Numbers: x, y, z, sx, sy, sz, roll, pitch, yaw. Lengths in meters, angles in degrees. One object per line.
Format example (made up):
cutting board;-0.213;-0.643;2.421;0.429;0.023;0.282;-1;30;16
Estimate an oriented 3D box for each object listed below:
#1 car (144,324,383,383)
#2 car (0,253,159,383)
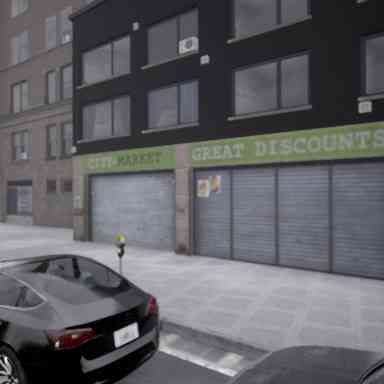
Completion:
car;2.094;1.548;1.583;4.403;1.369;2.008;0;0;36
car;-2.395;1.583;4.802;4.313;1.339;1.947;0;0;36
